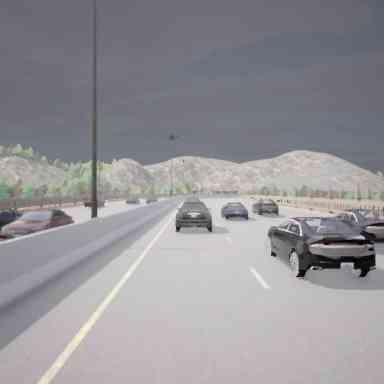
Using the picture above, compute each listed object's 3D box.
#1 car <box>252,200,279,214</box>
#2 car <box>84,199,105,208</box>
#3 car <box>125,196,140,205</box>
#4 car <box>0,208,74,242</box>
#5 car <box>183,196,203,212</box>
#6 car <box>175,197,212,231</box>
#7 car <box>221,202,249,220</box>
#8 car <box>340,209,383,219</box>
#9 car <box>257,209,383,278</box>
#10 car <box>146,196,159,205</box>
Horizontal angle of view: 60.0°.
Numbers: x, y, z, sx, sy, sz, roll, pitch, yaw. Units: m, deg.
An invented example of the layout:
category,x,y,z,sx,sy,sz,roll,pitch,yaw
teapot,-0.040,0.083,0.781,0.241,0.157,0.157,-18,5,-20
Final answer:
category,x,y,z,sx,sy,sz,roll,pitch,yaw
car,7.110,1.492,32.516,2.128,1.511,4.902,0,0,0
car,-14.057,1.604,48.059,1.895,1.301,4.718,0,0,0
car,-10.518,1.511,59.062,1.837,1.490,4.892,0,0,1
car,-7.094,1.527,15.774,1.812,1.442,4.674,0,0,0
car,0.112,1.353,38.581,2.097,1.767,4.553,0,0,0
car,0.107,1.353,20.607,2.097,1.767,4.553,0,0,0
car,3.609,1.565,28.596,1.994,1.385,4.181,0,0,0
car,7.105,1.492,14.265,2.128,1.511,4.902,0,0,0
car,3.603,1.492,10.142,2.128,1.511,4.902,0,0,0
car,-7.018,1.511,59.061,1.837,1.490,4.892,0,0,1
